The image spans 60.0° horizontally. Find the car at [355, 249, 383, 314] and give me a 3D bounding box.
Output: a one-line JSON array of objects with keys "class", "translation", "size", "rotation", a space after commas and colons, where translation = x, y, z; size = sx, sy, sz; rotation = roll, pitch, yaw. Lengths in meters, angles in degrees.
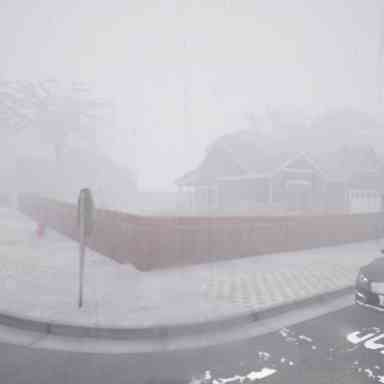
[{"class": "car", "translation": [5.411, 1.642, 6.991], "size": [4.902, 1.511, 2.128], "rotation": [1, -1, -33]}]
